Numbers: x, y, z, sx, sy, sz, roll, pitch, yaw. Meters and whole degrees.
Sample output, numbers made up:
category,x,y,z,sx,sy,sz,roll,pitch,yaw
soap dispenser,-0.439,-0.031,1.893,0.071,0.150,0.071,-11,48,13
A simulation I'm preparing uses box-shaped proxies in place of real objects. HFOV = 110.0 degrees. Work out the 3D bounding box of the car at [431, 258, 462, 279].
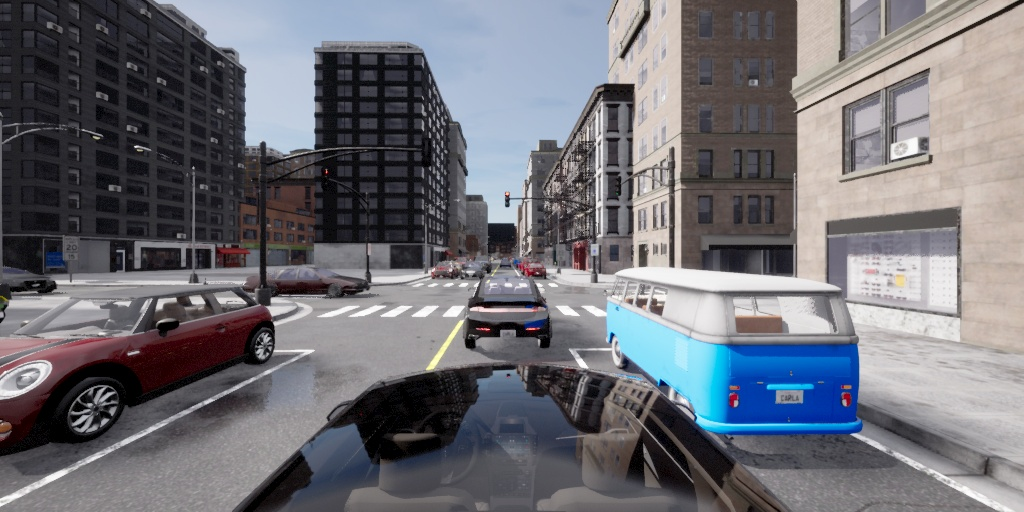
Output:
category,x,y,z,sx,sy,sz,roll,pitch,yaw
car,-5.943,1.188,31.957,1.967,1.591,4.097,0,0,-1

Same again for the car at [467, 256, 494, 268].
category,x,y,z,sx,sy,sz,roll,pitch,yaw
car,-3.581,0.970,41.768,2.150,2.045,5.566,0,0,0

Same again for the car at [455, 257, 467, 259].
category,x,y,z,sx,sy,sz,roll,pitch,yaw
car,-6.146,1.063,42.774,2.192,1.841,5.009,0,0,-1

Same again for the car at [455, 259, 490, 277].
category,x,y,z,sx,sy,sz,roll,pitch,yaw
car,-3.392,1.240,31.606,2.128,1.511,4.902,0,0,-1

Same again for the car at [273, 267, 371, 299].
category,x,y,z,sx,sy,sz,roll,pitch,yaw
car,-9.759,1.255,17.245,5.357,1.411,2.033,0,0,-1

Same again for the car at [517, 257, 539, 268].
category,x,y,z,sx,sy,sz,roll,pitch,yaw
car,1.979,1.063,37.516,2.192,1.841,5.009,0,0,-1

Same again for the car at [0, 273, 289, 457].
category,x,y,z,sx,sy,sz,roll,pitch,yaw
car,-5.439,1.190,5.082,1.967,1.591,4.097,0,0,-1

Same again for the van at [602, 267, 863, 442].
category,x,y,z,sx,sy,sz,roll,pitch,yaw
van,2.585,1.091,5.233,1.690,1.789,3.998,0,0,-1

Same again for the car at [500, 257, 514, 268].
category,x,y,z,sx,sy,sz,roll,pitch,yaw
car,-1.124,1.306,62.268,1.994,1.385,4.181,0,0,-1

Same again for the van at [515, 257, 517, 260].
category,x,y,z,sx,sy,sz,roll,pitch,yaw
van,1.674,1.086,53.743,1.690,1.789,3.998,0,0,-1

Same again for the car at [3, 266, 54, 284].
category,x,y,z,sx,sy,sz,roll,pitch,yaw
car,-24.492,1.188,16.970,4.181,1.385,1.994,0,0,1

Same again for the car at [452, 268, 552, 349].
category,x,y,z,sx,sy,sz,roll,pitch,yaw
car,-0.125,1.241,9.167,2.128,1.511,4.902,0,0,-1

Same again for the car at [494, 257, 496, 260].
category,x,y,z,sx,sy,sz,roll,pitch,yaw
car,-3.776,1.293,52.170,2.033,1.411,5.357,0,0,-1

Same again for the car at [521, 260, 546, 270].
category,x,y,z,sx,sy,sz,roll,pitch,yaw
car,2.081,1.294,32.108,1.888,1.381,4.507,0,0,-1

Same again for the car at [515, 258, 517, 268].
category,x,y,z,sx,sy,sz,roll,pitch,yaw
car,1.776,1.292,48.334,1.888,1.381,4.507,0,0,-1

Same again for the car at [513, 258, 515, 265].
category,x,y,z,sx,sy,sz,roll,pitch,yaw
car,1.573,1.309,59.151,1.948,1.339,4.313,0,0,-1
